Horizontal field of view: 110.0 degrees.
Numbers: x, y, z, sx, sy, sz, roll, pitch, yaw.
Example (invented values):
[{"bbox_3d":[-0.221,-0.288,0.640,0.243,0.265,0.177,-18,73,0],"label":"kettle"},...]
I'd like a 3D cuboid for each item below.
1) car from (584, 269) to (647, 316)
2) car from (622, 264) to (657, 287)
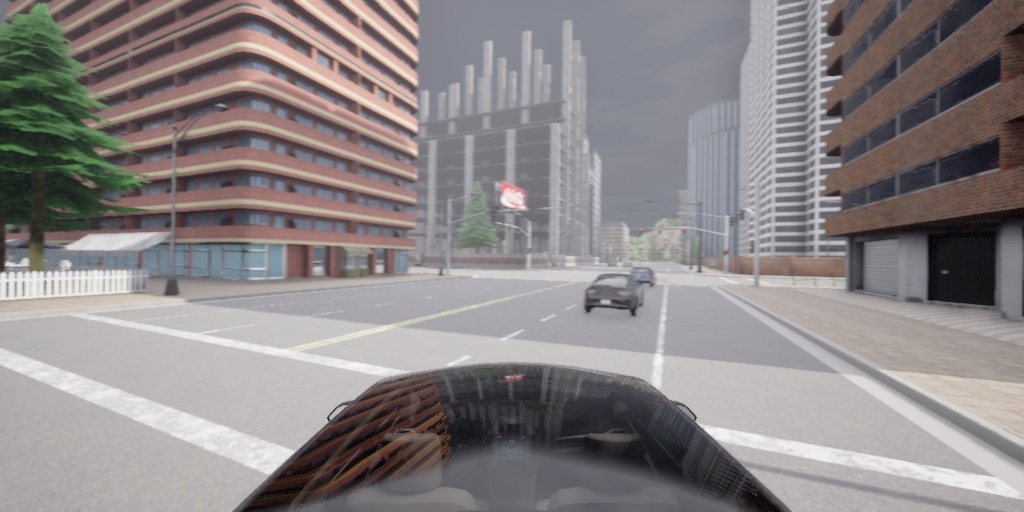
[{"bbox_3d":[4.083,1.394,14.125,1.812,1.442,4.674,1,0,24],"label":"car"},{"bbox_3d":[9.954,1.556,27.505,2.033,1.411,5.357,1,0,24],"label":"car"}]
